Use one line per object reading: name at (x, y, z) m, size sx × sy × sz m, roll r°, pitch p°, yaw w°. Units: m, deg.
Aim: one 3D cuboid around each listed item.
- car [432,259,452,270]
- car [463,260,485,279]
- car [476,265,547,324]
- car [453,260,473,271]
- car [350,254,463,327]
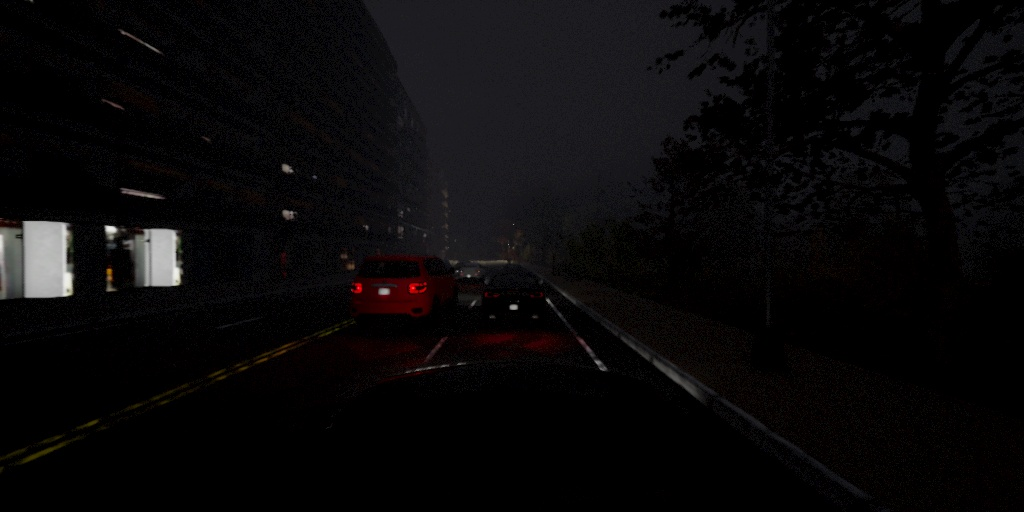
car at (-9.983, 1.211, 51.441) m, size 1.882 × 1.535 × 5.008 m, roll 0°, pitch 0°, yaw -1°
car at (-3.176, 1.264, 28.757) m, size 1.812 × 1.442 × 4.674 m, roll 0°, pitch 0°, yaw 0°
car at (0.063, 1.222, 12.021) m, size 1.882 × 1.535 × 5.008 m, roll 0°, pitch 0°, yaw 0°
car at (-6.704, 1.281, 49.570) m, size 2.033 × 1.411 × 5.357 m, roll 0°, pitch 0°, yaw -1°
car at (-3.187, 0.967, 11.680) m, size 2.150 × 2.045 × 5.566 m, roll 0°, pitch 0°, yaw 0°
